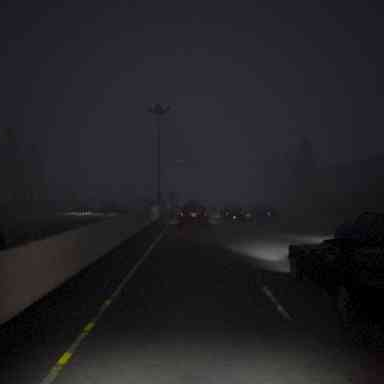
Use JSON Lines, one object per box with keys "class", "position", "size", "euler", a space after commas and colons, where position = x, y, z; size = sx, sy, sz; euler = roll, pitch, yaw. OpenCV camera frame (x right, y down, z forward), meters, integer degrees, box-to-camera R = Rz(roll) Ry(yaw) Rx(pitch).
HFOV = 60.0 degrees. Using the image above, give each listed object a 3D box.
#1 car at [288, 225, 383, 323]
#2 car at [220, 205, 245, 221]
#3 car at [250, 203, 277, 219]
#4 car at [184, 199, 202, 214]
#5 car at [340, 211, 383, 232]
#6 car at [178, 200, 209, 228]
{"class": "car", "position": [3.603, 1.669, 7.280], "size": [1.895, 1.301, 4.718], "euler": [0, -1, 0]}
{"class": "car", "position": [3.614, 1.883, 30.458], "size": [1.895, 1.301, 4.718], "euler": [0, -1, 0]}
{"class": "car", "position": [7.114, 1.832, 33.052], "size": [1.812, 1.442, 4.674], "euler": [0, -1, 0]}
{"class": "car", "position": [0.119, 1.737, 41.614], "size": [2.097, 1.767, 4.553], "euler": [0, 0, 0]}
{"class": "car", "position": [7.106, 1.467, 12.322], "size": [2.097, 1.767, 4.553], "euler": [0, -1, 0]}
{"class": "car", "position": [0.112, 1.573, 23.921], "size": [2.097, 1.767, 4.553], "euler": [0, -1, 0]}
